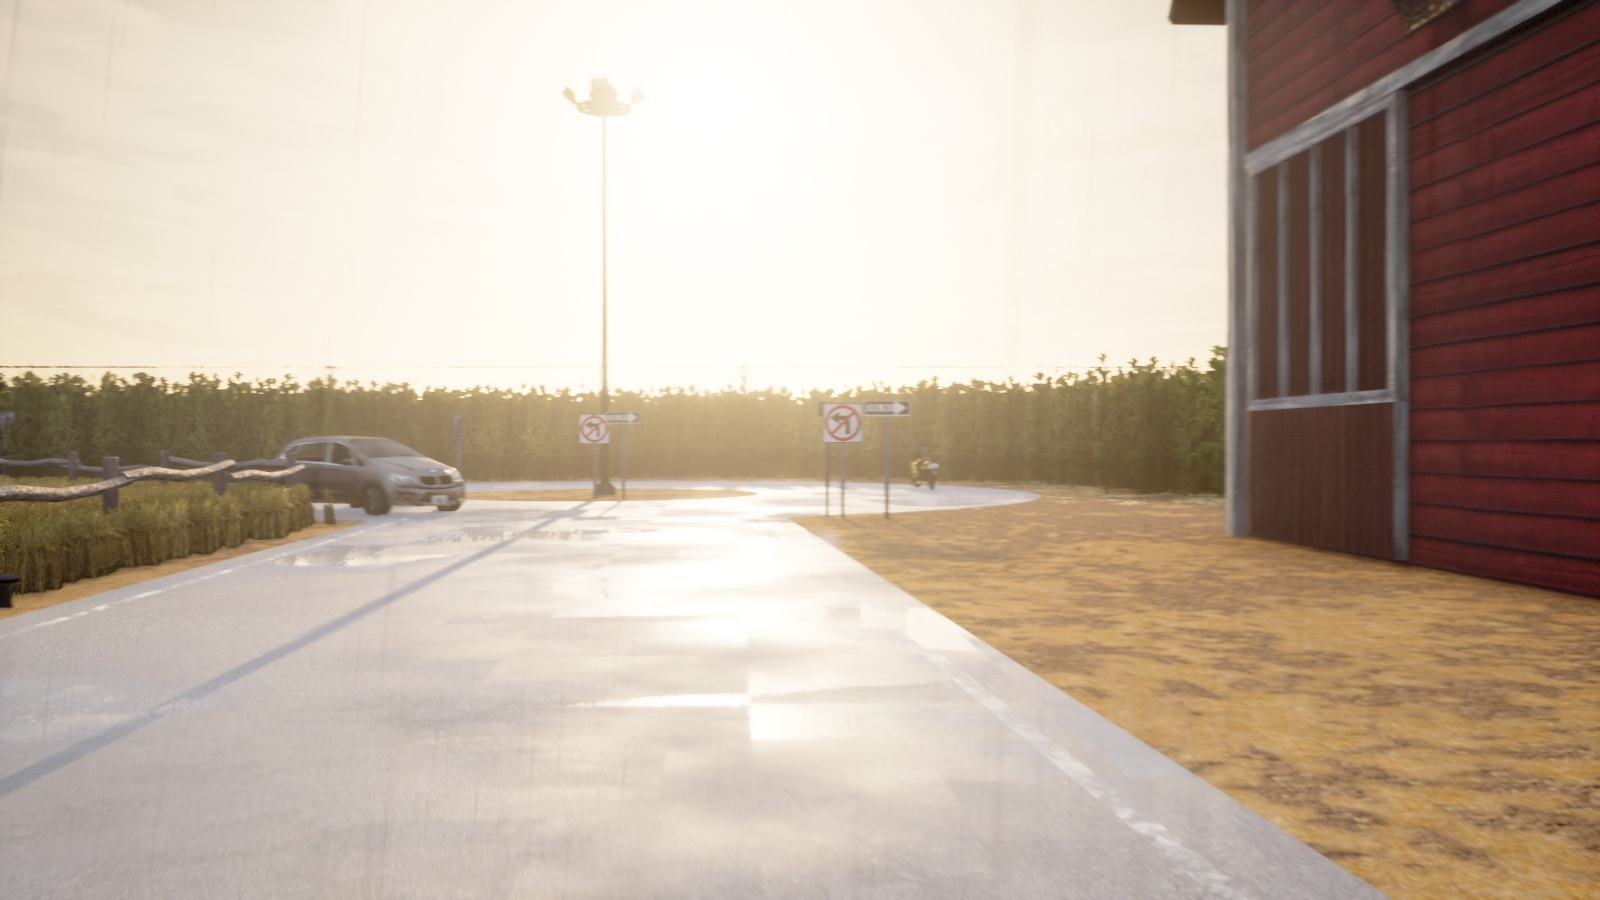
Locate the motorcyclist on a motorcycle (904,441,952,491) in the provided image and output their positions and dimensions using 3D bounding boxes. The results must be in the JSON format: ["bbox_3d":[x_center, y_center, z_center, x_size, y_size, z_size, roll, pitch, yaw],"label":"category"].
[{"bbox_3d":[4.054,0.501,39.896,0.797,1.523,2.044,-2,1,-14],"label":"motorcyclist on a motorcycle"}]

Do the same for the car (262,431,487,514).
[{"bbox_3d":[-9.304,0.441,27.386,4.611,1.667,2.242,0,0,32],"label":"car"}]

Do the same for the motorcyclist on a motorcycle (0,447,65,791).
[{"bbox_3d":[-3.938,0.755,5.041,0.866,1.530,2.191,0,0,-6],"label":"motorcyclist on a motorcycle"}]
